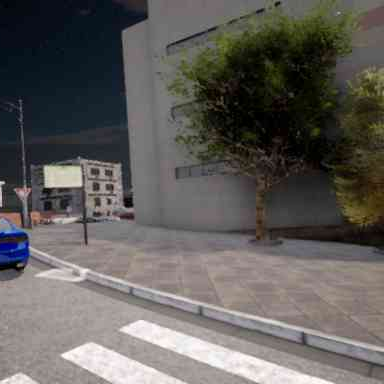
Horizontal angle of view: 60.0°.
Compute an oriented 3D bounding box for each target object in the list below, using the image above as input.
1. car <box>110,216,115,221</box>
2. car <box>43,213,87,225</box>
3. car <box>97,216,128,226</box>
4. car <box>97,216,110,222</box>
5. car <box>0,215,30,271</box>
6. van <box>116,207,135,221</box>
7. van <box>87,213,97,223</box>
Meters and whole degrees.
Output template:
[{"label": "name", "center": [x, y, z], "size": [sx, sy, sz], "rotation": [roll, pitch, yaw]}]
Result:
[{"label": "car", "center": [-15.682, 4.988, 58.413], "size": [4.553, 1.767, 2.185], "rotation": [-6, -7, 24]}, {"label": "car", "center": [-15.576, 3.468, 40.636], "size": [1.895, 1.301, 4.718], "rotation": [-6, -5, 27]}, {"label": "car", "center": [-14.651, 5.373, 61.128], "size": [5.366, 1.575, 1.946], "rotation": [-6, -7, 24]}, {"label": "car", "center": [-16.875, 4.889, 55.890], "size": [5.008, 1.535, 2.097], "rotation": [-6, -7, 24]}, {"label": "car", "center": [-6.242, 1.301, 9.369], "size": [1.882, 1.535, 5.008], "rotation": [-1, 2, -44]}, {"label": "van", "center": [-7.810, 3.092, 46.001], "size": [4.442, 1.987, 1.878], "rotation": [-6, -7, 24]}, {"label": "van", "center": [-18.148, 4.468, 53.448], "size": [4.442, 1.987, 1.878], "rotation": [-6, -6, 24]}]
